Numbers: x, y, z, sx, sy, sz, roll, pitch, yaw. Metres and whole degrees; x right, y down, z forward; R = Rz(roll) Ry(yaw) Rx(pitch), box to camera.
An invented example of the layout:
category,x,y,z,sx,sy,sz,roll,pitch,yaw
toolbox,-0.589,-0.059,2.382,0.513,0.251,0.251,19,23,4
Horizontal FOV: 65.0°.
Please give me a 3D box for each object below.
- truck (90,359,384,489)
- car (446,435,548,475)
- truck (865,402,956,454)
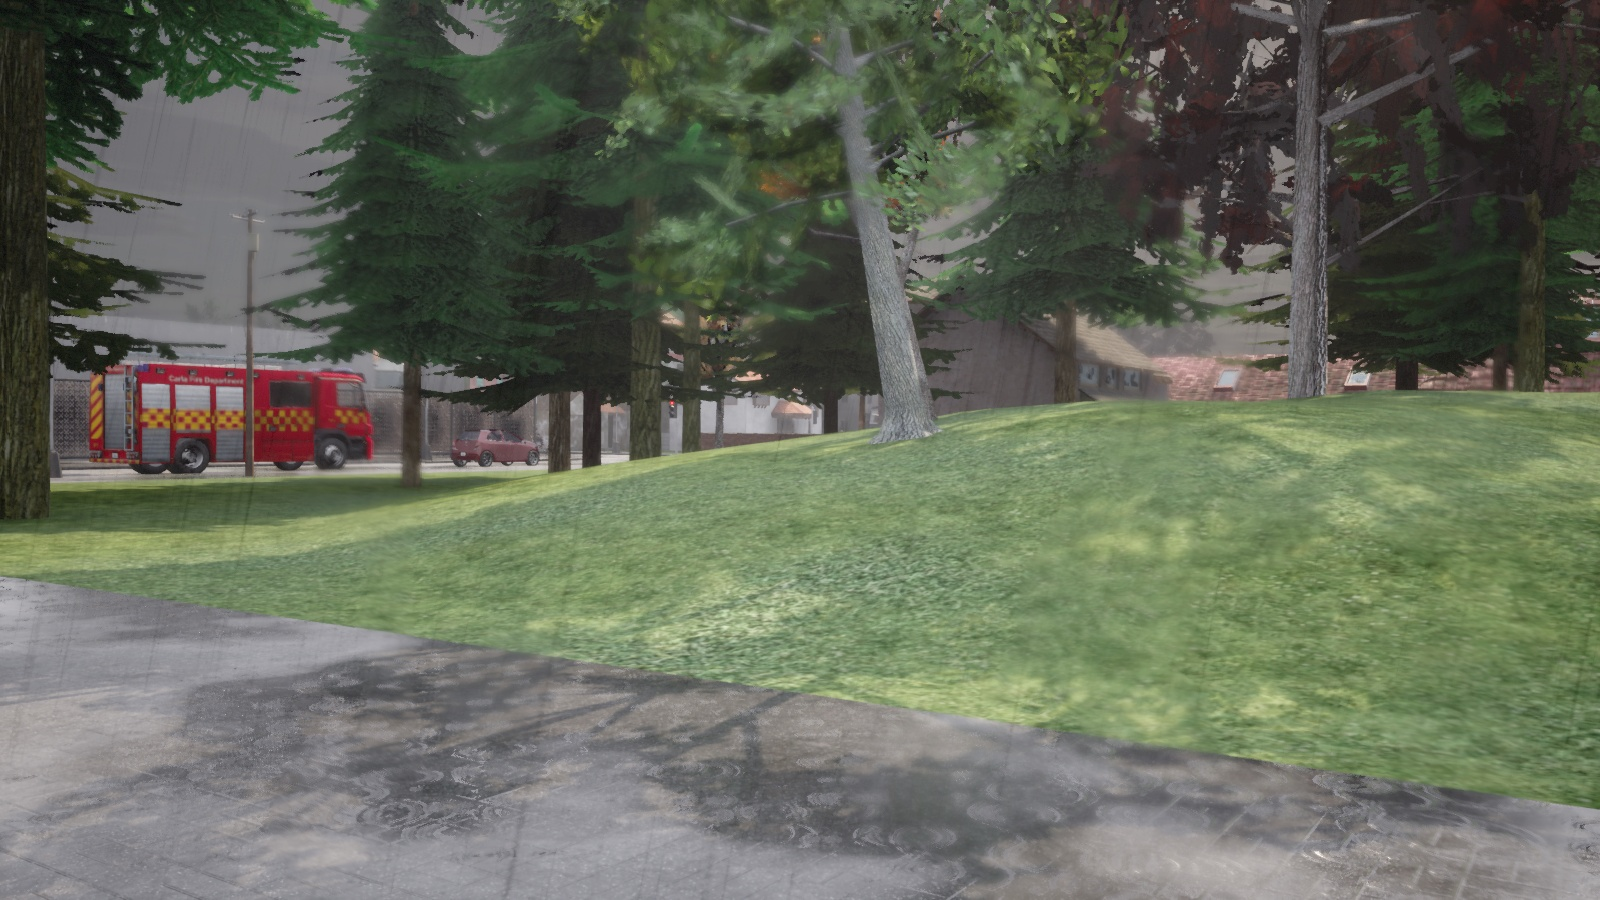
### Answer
category,x,y,z,sx,sy,sz,roll,pitch,yaw
truck,-18.100,-0.831,41.094,2.891,3.827,8.468,0,1,34
car,-12.067,0.169,50.173,1.845,1.501,3.633,0,1,33
truck,7.773,-1.513,87.329,2.891,3.462,7.936,0,1,33
